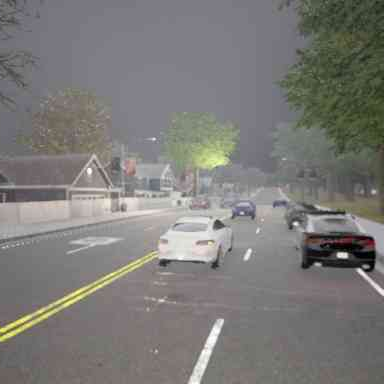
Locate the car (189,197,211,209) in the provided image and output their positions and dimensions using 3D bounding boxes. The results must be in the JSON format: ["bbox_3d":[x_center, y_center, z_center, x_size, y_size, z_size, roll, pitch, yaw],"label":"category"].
[{"bbox_3d":[1.109,1.371,42.484,2.097,1.767,4.553,0,0,14],"label":"car"}]

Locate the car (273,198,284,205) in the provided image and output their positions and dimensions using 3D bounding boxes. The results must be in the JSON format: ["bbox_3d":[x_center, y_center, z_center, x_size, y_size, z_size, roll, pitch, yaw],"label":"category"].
[{"bbox_3d":[16.438,1.829,63.374,1.895,1.301,4.718,0,-1,14],"label":"car"}]

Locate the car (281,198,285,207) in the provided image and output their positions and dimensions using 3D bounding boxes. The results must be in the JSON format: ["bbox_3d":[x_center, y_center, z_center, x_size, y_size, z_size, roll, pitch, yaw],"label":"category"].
[{"bbox_3d":[8.271,1.446,26.398,1.837,1.490,4.892,0,0,14],"label":"car"}]

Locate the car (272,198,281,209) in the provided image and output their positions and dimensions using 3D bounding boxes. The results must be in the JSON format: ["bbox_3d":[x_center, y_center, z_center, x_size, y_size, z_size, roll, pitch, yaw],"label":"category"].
[{"bbox_3d":[12.373,1.513,46.852,1.882,1.535,5.008,0,-1,14],"label":"car"}]

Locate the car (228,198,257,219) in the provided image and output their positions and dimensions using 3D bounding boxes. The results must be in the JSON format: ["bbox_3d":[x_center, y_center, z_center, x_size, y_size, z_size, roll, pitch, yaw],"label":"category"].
[{"bbox_3d":[4.458,1.480,28.190,1.812,1.442,4.674,0,0,14],"label":"car"}]

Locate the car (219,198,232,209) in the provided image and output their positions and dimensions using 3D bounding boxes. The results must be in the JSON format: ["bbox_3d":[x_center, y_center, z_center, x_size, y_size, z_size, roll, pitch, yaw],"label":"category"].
[{"bbox_3d":[4.917,1.551,44.365,1.812,1.442,4.674,0,0,14],"label":"car"}]

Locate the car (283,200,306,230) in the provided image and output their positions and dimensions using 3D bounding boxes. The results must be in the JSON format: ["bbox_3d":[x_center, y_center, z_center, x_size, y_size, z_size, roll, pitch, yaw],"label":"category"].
[{"bbox_3d":[6.826,1.451,20.573,1.837,1.490,4.892,0,0,14],"label":"car"}]

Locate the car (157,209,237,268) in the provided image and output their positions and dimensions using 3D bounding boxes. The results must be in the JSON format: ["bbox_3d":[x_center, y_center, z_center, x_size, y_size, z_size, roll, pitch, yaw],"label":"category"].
[{"bbox_3d":[0.257,1.515,11.214,1.812,1.442,4.674,0,0,14],"label":"car"}]

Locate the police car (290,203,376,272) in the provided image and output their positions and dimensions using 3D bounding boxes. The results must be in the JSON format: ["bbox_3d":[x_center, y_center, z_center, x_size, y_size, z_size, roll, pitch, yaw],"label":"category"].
[{"bbox_3d":[4.446,1.398,10.972,1.930,1.638,5.238,0,0,14],"label":"police car"}]
